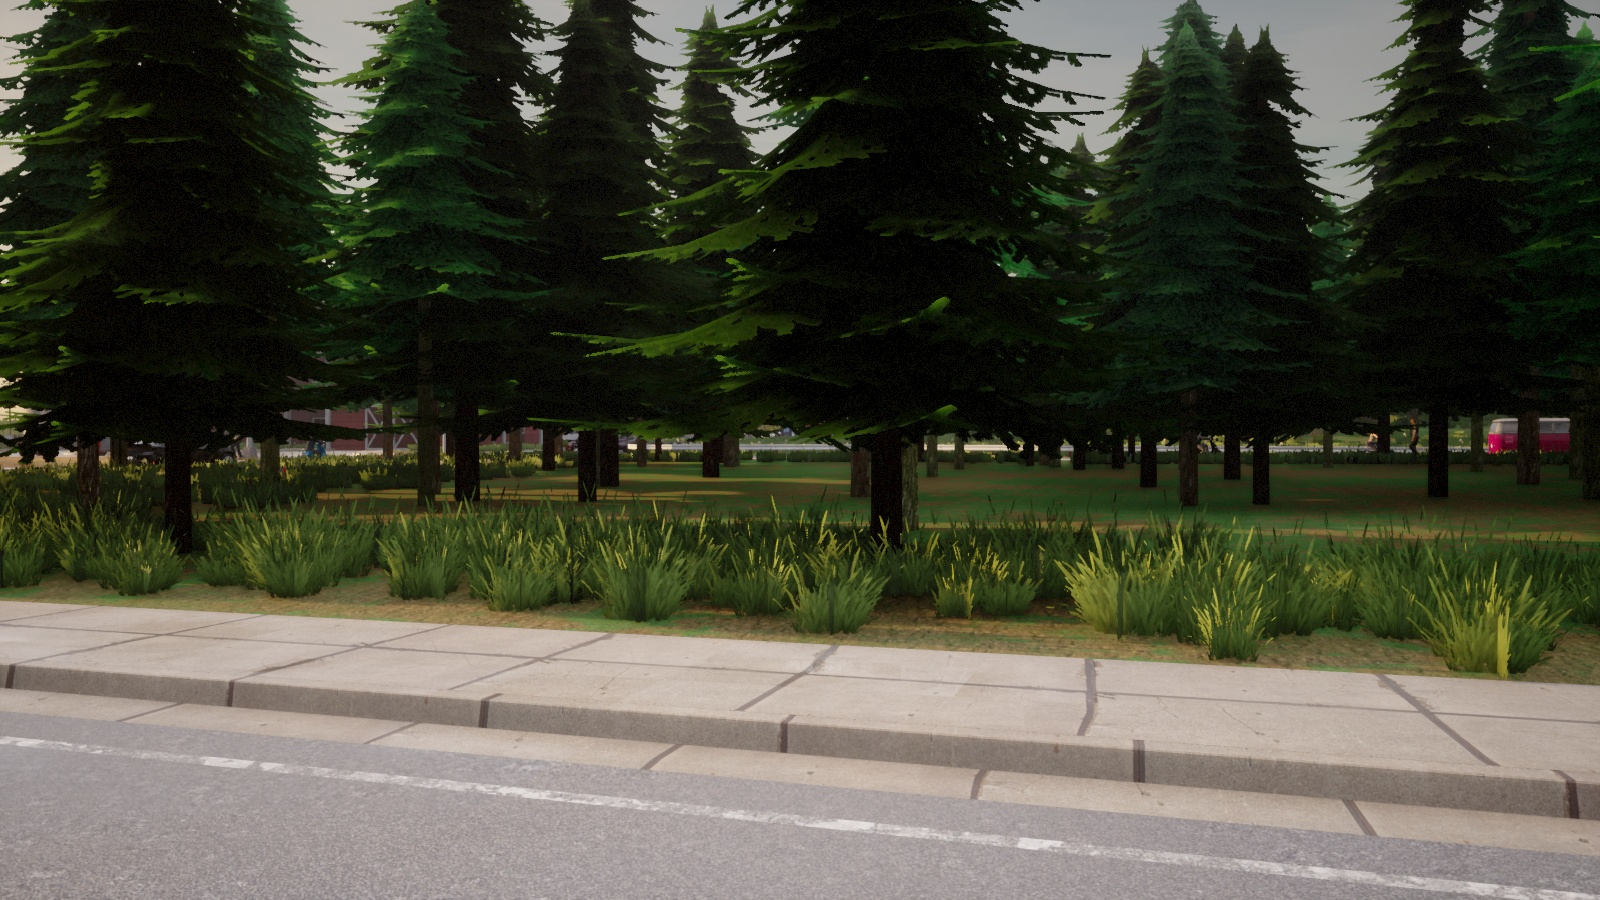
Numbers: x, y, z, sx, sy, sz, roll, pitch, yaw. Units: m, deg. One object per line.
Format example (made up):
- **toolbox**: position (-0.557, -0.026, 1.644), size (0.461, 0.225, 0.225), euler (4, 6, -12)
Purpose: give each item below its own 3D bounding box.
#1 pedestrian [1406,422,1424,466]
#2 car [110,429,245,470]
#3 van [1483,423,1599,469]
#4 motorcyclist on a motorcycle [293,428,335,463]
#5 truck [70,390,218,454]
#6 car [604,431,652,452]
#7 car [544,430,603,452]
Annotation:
- **pedestrian**: position (26.192, -0.270, 53.504), size (0.634, 1.846, 0.331), euler (1, 1, 38)
- **car**: position (-24.790, -0.066, 50.212), size (1.882, 1.535, 5.008), euler (1, 1, 17)
- **van**: position (33.020, -0.189, 55.749), size (4.442, 1.987, 1.775), euler (1, 1, 19)
- **motorcyclist on a motorcycle**: position (-22.386, -0.204, 57.883), size (0.866, 1.590, 1.817), euler (1, 1, 17)
- **truck**: position (-40.800, -1.746, 78.091), size (8.468, 3.827, 2.891), euler (0, 1, 16)
- **car**: position (-12.294, -0.623, 90.154), size (1.816, 1.474, 4.193), euler (1, 1, 17)
- **car**: position (-16.113, -0.642, 89.604), size (2.163, 1.488, 4.792), euler (1, 1, 17)
